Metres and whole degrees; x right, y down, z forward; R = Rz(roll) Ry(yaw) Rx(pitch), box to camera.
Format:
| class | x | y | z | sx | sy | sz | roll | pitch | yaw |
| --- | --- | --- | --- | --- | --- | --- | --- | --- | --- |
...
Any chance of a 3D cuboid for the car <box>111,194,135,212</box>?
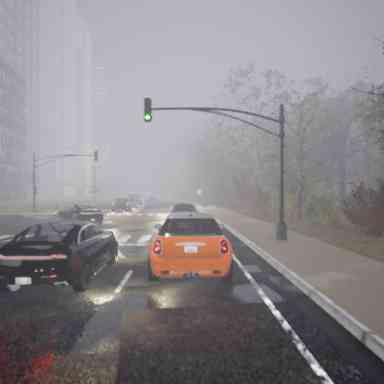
| class | x | y | z | sx | sy | sz | roll | pitch | yaw |
| --- | --- | --- | --- | --- | --- | --- | --- | --- | --- |
| car | -8.385 | 1.408 | 40.070 | 2.097 | 1.767 | 4.553 | 0 | 0 | -5 |

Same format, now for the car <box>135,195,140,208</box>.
| class | x | y | z | sx | sy | sz | roll | pitch | yaw |
| --- | --- | --- | --- | --- | --- | --- | --- | --- | --- |
| car | -9.304 | 1.568 | 49.983 | 1.837 | 1.490 | 4.892 | 0 | 0 | -6 |

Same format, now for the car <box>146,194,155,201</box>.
| class | x | y | z | sx | sy | sz | roll | pitch | yaw |
| --- | --- | --- | --- | --- | --- | --- | --- | --- | --- |
| car | -10.283 | 1.384 | 81.859 | 1.882 | 1.535 | 5.008 | 0 | 0 | -9 |

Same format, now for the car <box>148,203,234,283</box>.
| class | x | y | z | sx | sy | sz | roll | pitch | yaw |
| --- | --- | --- | --- | --- | --- | --- | --- | --- | --- |
| car | -0.069 | 1.368 | 9.929 | 2.097 | 1.767 | 4.553 | 0 | 0 | -1 |

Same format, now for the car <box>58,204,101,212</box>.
| class | x | y | z | sx | sy | sz | roll | pitch | yaw |
| --- | --- | --- | --- | --- | --- | --- | --- | --- | --- |
| car | -7.658 | 1.528 | 22.416 | 2.128 | 1.511 | 4.902 | 1 | 0 | -39 |

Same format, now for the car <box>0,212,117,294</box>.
| class | x | y | z | sx | sy | sz | roll | pitch | yaw |
| --- | --- | --- | --- | --- | --- | --- | --- | --- | --- |
| car | -3.294 | 1.507 | 8.847 | 2.128 | 1.511 | 4.902 | 0 | 0 | -1 |

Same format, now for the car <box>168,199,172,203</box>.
| class | x | y | z | sx | sy | sz | roll | pitch | yaw |
| --- | --- | --- | --- | --- | --- | --- | --- | --- | --- |
| car | -0.614 | 1.514 | 24.583 | 1.882 | 1.535 | 5.008 | 0 | 0 | -3 |

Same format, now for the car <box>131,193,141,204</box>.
| class | x | y | z | sx | sy | sz | roll | pitch | yaw |
| --- | --- | --- | --- | --- | --- | --- | --- | --- | --- |
| car | -10.386 | 1.289 | 60.291 | 2.150 | 2.045 | 5.566 | 0 | 0 | -7 |

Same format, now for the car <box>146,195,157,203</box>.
| class | x | y | z | sx | sy | sz | roll | pitch | yaw |
| --- | --- | --- | --- | --- | --- | --- | --- | --- | --- |
| car | -8.647 | 1.545 | 71.527 | 1.882 | 1.535 | 5.008 | 0 | 0 | -8 |

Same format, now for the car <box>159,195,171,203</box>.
| class | x | y | z | sx | sy | sz | roll | pitch | yaw |
| --- | --- | --- | --- | --- | --- | --- | --- | --- | --- |
| car | -5.495 | 1.659 | 72.410 | 1.895 | 1.301 | 4.718 | 0 | 0 | -9 |
